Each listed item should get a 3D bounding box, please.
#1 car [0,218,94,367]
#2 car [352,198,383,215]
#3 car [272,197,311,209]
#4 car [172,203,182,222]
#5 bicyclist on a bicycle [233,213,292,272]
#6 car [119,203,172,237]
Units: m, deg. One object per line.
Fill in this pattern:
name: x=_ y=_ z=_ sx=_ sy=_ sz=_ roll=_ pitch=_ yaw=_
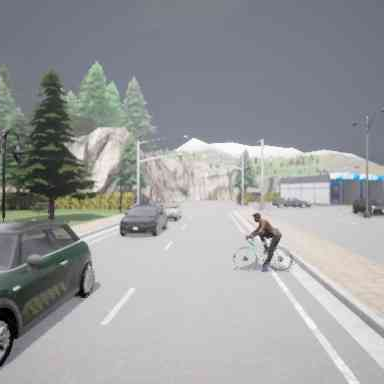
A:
car: x=-3.348 y=1.344 z=5.570 sx=2.097 sy=1.767 sz=4.553 roll=0 pitch=0 yaw=4
car: x=16.034 y=1.305 z=29.844 sx=2.007 sy=1.523 sz=4.514 roll=0 pitch=0 yaw=4
car: x=12.908 y=1.438 z=43.193 sx=4.902 sy=1.511 sz=2.128 roll=0 pitch=0 yaw=5
car: x=-1.916 y=1.565 z=26.523 sx=1.895 sy=1.301 sz=4.718 roll=0 pitch=0 yaw=4
bicyclist on a bicycle: x=1.970 y=1.408 z=9.272 sx=1.656 sy=1.620 sz=0.582 roll=0 pitch=0 yaw=4
car: x=-2.533 y=1.453 z=18.278 sx=1.882 sy=1.535 sz=5.008 roll=0 pitch=0 yaw=4
